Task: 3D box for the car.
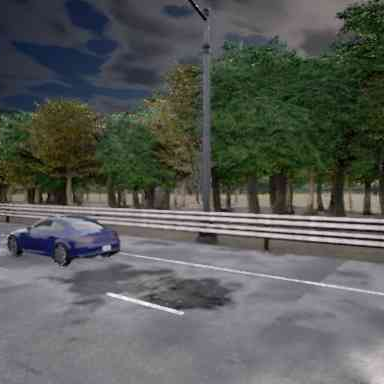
[{"bbox_3d":[-4.448,1.528,11.425,4.674,1.442,1.812,0,0,36],"label":"car"}]
